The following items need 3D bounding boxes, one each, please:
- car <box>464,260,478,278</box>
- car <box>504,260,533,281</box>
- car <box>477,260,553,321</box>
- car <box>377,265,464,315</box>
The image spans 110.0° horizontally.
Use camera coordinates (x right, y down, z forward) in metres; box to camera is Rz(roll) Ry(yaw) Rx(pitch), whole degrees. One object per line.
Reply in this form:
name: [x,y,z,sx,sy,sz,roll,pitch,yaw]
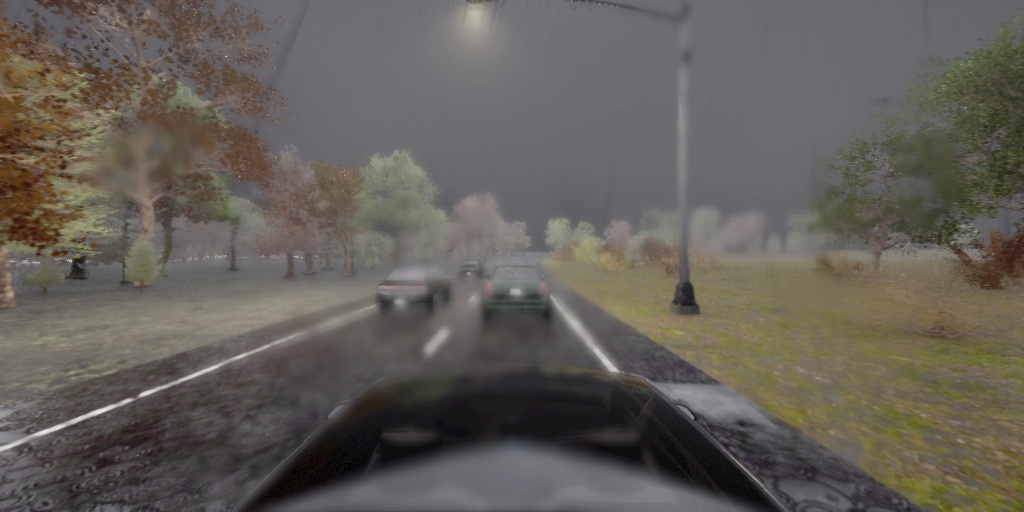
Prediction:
car: [-2.953,1.095,28.770,1.837,1.490,4.892,0,0,2]
car: [0.544,1.083,28.605,2.128,1.511,4.902,0,0,2]
car: [0.182,1.040,12.263,2.097,1.767,4.553,0,0,1]
car: [-3.304,1.173,13.185,2.128,1.511,4.902,0,0,1]
